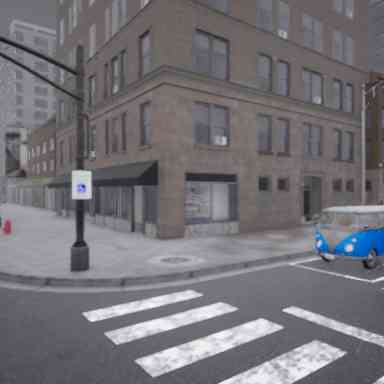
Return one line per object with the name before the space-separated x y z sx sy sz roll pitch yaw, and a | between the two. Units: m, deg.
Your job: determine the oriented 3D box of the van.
van | 5.691 1.342 10.843 3.998 1.788 1.690 0 0 -36
